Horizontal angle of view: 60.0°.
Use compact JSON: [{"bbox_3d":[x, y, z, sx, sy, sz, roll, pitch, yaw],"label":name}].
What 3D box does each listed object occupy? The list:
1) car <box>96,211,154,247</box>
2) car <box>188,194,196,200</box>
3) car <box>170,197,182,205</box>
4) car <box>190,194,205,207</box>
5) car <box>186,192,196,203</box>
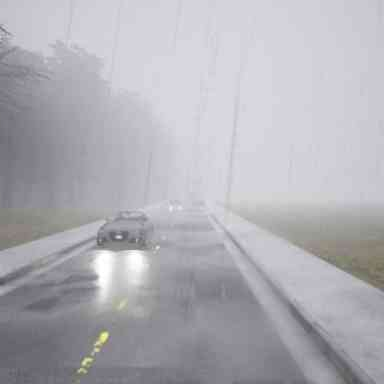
[{"bbox_3d":[-2.849,1.561,14.924,1.994,1.385,4.181,0,0,0],"label":"car"},{"bbox_3d":[-0.001,1.365,85.794,2.128,1.511,4.902,0,0,0],"label":"car"},{"bbox_3d":[-2.791,1.588,56.966,1.895,1.301,4.718,0,0,1],"label":"car"},{"bbox_3d":[0.960,1.515,50.571,1.812,1.442,4.674,0,0,0],"label":"car"},{"bbox_3d":[-0.002,1.096,68.584,2.150,2.045,5.566,0,0,0],"label":"car"}]
